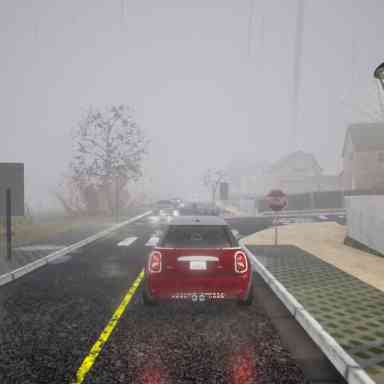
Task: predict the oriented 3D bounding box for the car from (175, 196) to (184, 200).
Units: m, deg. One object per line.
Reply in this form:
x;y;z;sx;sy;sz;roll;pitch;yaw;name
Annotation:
-2.747;1.548;52.702;1.812;1.442;4.674;0;0;1;car

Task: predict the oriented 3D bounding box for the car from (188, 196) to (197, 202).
0.147;1.604;75.569;1.994;1.385;4.181;0;0;0;car

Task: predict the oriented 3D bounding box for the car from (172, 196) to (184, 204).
-2.653;1.529;66.248;2.128;1.511;4.902;0;0;1;car

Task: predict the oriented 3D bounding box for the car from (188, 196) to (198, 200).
0.225;1.561;65.403;1.812;1.442;4.674;0;0;0;car

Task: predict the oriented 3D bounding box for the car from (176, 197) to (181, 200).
-2.766;1.614;42.923;1.895;1.301;4.718;0;0;0;car

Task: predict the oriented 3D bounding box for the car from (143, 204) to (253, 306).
0.115;1.352;8.162;2.097;1.767;4.553;0;0;0;car

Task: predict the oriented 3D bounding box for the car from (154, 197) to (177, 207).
-2.784;1.532;33.289;1.812;1.442;4.674;0;0;0;car

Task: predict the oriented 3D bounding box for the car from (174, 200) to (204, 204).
0.444;1.600;27.996;1.895;1.301;4.718;0;0;-24;car
